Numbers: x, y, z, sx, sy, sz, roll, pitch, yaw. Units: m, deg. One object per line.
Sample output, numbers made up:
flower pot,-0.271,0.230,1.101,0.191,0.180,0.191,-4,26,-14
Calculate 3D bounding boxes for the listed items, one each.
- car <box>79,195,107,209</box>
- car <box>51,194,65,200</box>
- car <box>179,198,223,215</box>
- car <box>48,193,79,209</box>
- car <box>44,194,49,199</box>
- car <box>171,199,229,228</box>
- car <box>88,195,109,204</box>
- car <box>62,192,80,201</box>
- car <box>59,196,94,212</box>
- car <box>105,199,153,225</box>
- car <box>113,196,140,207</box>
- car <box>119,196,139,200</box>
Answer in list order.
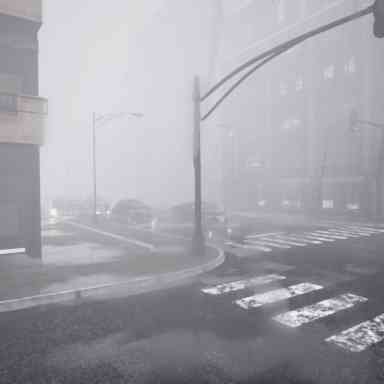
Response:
car,-11.478,1.397,39.221,2.033,1.411,5.357,-1,1,-35
car,-31.650,1.124,78.530,2.008,1.369,4.403,-1,1,-35
car,0.772,1.359,31.866,1.887,1.381,4.507,-1,1,-35
car,-15.901,1.312,41.051,1.967,1.590,4.097,-1,1,-35
car,-34.980,1.075,83.342,1.752,1.417,4.829,-1,1,-35
car,0.407,1.434,22.031,2.128,1.511,4.902,-1,1,-35
car,-15.577,1.216,55.306,1.752,1.417,4.829,-1,1,-35
car,-25.184,0.935,69.182,2.192,1.841,5.009,-1,1,-35
car,-12.667,1.448,36.379,2.008,1.369,4.403,-1,1,-35
car,-4.402,1.509,24.210,1.887,1.381,4.507,-1,1,-35
car,-9.110,1.266,45.961,1.752,1.417,4.829,-1,1,-35
car,-5.477,1.373,30.537,1.882,1.535,5.008,-1,1,-35
